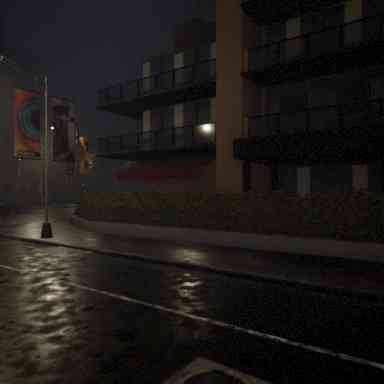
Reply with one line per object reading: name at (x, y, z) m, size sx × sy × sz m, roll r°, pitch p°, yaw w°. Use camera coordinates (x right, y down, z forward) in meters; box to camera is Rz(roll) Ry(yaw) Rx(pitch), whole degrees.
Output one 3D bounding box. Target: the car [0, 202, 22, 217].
car at (-17.665, 1.504, 29.320) m, size 1.837 × 1.490 × 4.892 m, roll 0°, pitch 0°, yaw 37°
